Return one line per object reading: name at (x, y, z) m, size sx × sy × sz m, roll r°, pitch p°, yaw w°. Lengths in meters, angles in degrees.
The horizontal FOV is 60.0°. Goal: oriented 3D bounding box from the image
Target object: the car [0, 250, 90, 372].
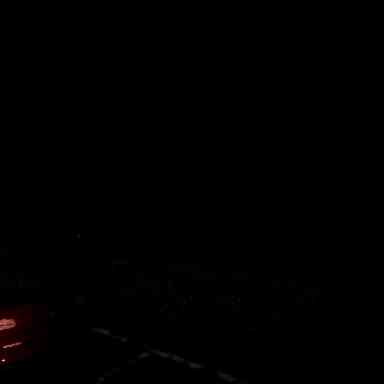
car at (-3.338, 1.582, 5.190) m, size 4.206 × 1.307 × 1.802 m, roll 0°, pitch 0°, yaw 35°
